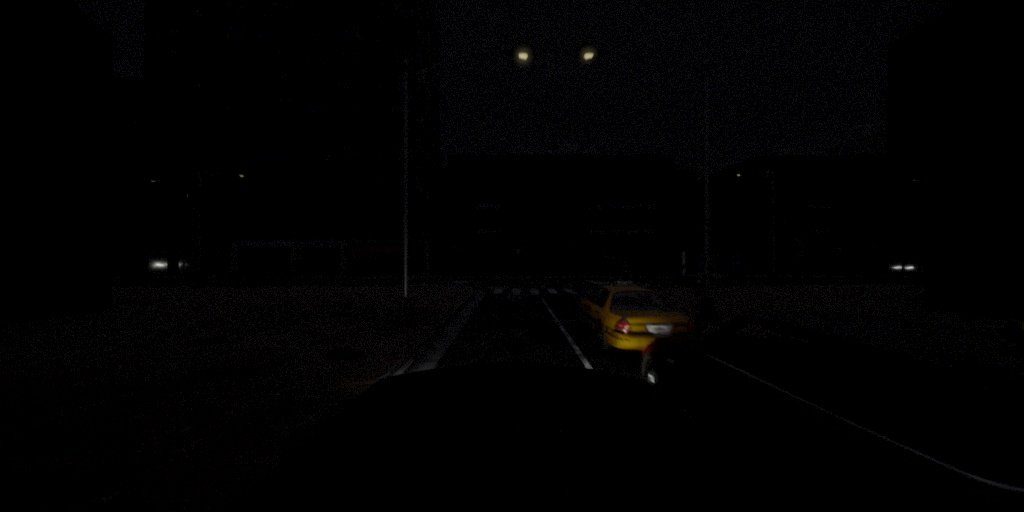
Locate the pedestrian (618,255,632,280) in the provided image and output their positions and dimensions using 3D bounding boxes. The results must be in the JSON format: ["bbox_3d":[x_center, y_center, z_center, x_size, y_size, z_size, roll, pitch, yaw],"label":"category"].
[{"bbox_3d":[5.793,0.859,18.459,0.375,1.860,0.375,0,0,0],"label":"pedestrian"}]

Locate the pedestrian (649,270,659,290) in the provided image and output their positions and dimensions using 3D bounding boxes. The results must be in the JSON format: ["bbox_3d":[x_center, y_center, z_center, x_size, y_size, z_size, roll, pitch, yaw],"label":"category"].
[{"bbox_3d":[7.615,1.247,19.057,0.500,1.100,0.500,0,0,0],"label":"pedestrian"}]

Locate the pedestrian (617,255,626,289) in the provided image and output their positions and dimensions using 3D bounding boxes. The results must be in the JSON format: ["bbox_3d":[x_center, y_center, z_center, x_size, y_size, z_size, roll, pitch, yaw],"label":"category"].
[{"bbox_3d":[6.015,0.851,19.660,0.375,1.860,0.375,0,0,0],"label":"pedestrian"}]

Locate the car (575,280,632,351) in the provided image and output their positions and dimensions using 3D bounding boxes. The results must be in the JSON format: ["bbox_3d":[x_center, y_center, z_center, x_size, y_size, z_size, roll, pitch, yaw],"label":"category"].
[{"bbox_3d":[2.640,1.262,8.739,1.751,1.417,4.829,0,0,0],"label":"car"}]

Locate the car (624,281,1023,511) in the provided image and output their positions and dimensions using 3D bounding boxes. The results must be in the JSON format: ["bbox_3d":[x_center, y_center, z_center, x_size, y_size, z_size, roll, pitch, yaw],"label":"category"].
[{"bbox_3d":[2.639,1.187,3.131,1.967,1.591,4.097,0,0,0],"label":"car"}]
